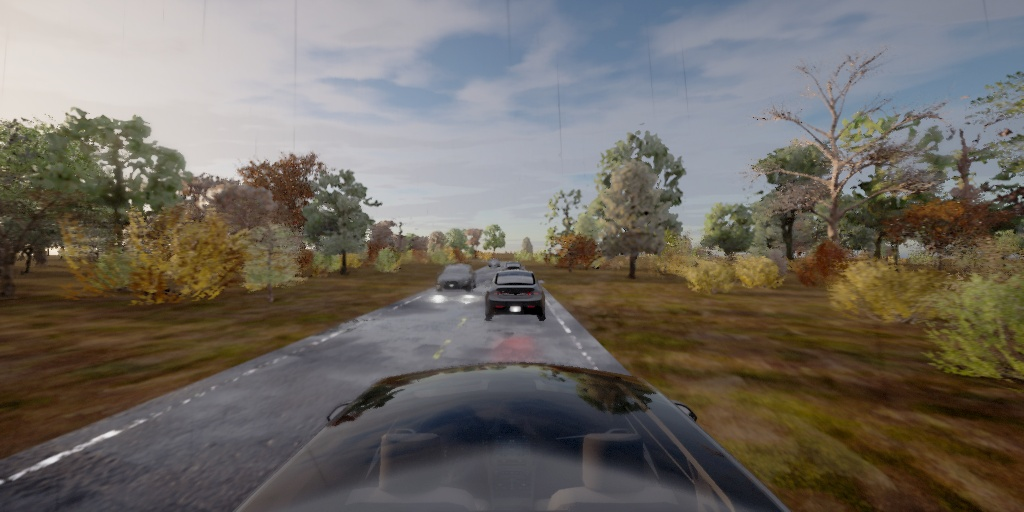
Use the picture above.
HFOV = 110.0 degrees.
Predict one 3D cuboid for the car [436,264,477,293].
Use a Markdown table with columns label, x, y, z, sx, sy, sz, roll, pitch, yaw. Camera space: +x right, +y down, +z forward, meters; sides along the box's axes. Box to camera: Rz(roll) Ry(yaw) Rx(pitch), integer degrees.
| label | x | y | z | sx | sy | sz | roll | pitch | yaw |
| --- | --- | --- | --- | --- | --- | --- | --- | --- | --- |
| car | -3.098 | 1.256 | 20.787 | 1.837 | 1.490 | 4.892 | 0 | 0 | 0 |

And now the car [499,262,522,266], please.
| label | x | y | z | sx | sy | sz | roll | pitch | yaw |
| --- | --- | --- | --- | --- | --- | --- | --- | --- | --- |
| car | 0.101 | 1.256 | 30.649 | 1.837 | 1.490 | 4.892 | 0 | 0 | 0 |

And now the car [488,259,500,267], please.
| label | x | y | z | sx | sy | sz | roll | pitch | yaw |
| --- | --- | --- | --- | --- | --- | --- | --- | --- | --- |
| car | -3.036 | 1.245 | 61.553 | 2.128 | 1.511 | 4.902 | 0 | 0 | 1 |

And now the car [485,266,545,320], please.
| label | x | y | z | sx | sy | sz | roll | pitch | yaw |
| --- | --- | --- | --- | --- | --- | --- | --- | --- | --- |
| car | 0.099 | 1.254 | 12.551 | 1.837 | 1.490 | 4.892 | 0 | 0 | 0 |
